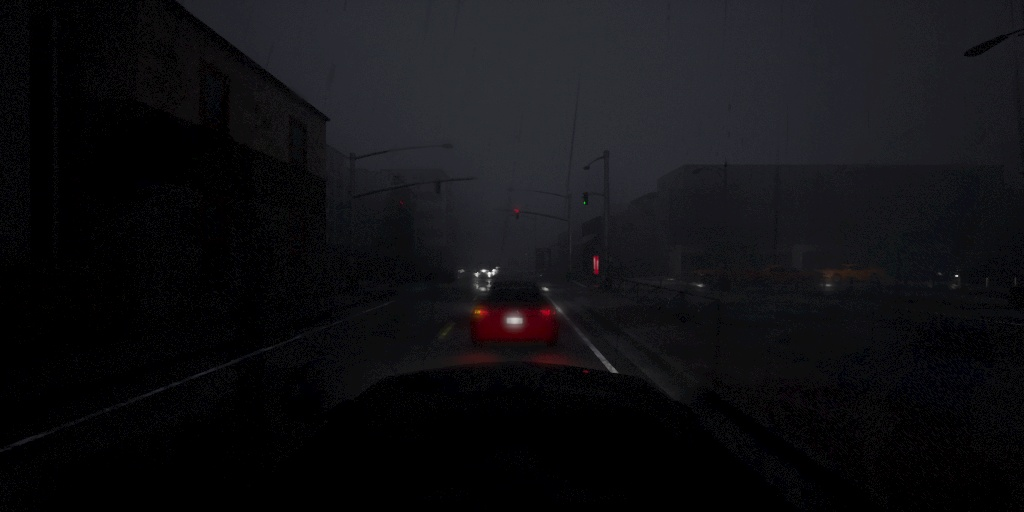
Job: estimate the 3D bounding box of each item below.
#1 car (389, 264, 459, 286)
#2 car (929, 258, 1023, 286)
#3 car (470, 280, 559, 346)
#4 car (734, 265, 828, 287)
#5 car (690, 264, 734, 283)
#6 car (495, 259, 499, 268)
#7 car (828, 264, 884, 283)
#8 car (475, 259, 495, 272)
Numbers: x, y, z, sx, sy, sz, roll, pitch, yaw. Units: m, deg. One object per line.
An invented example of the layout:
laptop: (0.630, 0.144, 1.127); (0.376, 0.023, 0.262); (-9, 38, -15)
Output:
car: (-6.318, 1.331, 25.796); (4.902, 1.511, 2.128); (-1, -1, 0)
car: (38.047, 1.146, 29.516); (5.566, 2.045, 2.150); (0, 0, 0)
car: (0.073, 1.313, 9.461); (1.994, 1.385, 4.181); (0, 0, 1)
car: (19.270, 1.402, 25.817); (5.008, 1.535, 1.882); (0, 0, 0)
car: (17.332, 1.402, 29.515); (5.008, 1.535, 1.882); (0, 0, 0)
car: (-3.515, 1.346, 56.365); (1.895, 1.301, 4.718); (0, 0, 0)
car: (27.558, 1.402, 29.524); (5.008, 1.535, 1.882); (0, 0, 0)
car: (-3.539, 1.272, 46.332); (1.812, 1.442, 4.674); (0, 0, 0)
